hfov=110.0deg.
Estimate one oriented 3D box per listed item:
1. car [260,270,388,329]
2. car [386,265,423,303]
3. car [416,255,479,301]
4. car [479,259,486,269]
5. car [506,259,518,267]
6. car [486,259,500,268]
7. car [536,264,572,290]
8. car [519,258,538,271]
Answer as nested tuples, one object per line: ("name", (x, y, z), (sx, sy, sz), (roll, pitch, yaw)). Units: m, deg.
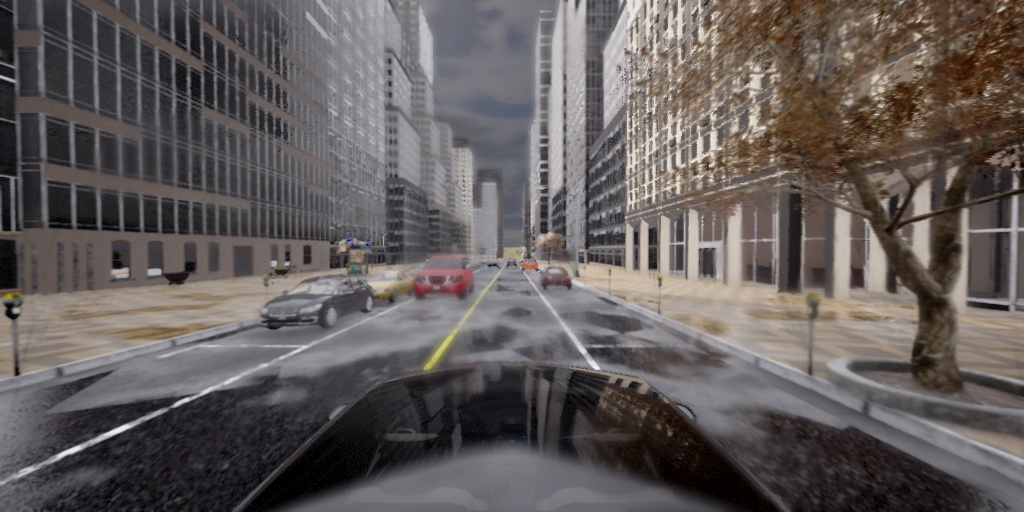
("car", (-5.693, 1.296, 11.077), (2.007, 1.370, 4.403), (0, 0, 0))
("car", (-5.695, 1.269, 16.532), (1.751, 1.417, 4.829), (0, 0, 0))
("car", (-3.104, 0.965, 17.549), (2.150, 2.045, 5.566), (0, 0, 0))
("car", (-5.711, 1.302, 56.077), (2.007, 1.370, 4.403), (0, 0, 0))
("car", (-0.024, 1.284, 65.220), (1.812, 1.442, 4.674), (0, 0, 0))
("car", (-3.063, 1.355, 59.117), (1.895, 1.301, 4.718), (0, 0, 1))
("car", (2.683, 1.326, 22.331), (1.802, 1.307, 4.207), (0, 0, 0))
("car", (2.369, 1.101, 48.175), (2.097, 1.767, 4.553), (0, 0, 0))
